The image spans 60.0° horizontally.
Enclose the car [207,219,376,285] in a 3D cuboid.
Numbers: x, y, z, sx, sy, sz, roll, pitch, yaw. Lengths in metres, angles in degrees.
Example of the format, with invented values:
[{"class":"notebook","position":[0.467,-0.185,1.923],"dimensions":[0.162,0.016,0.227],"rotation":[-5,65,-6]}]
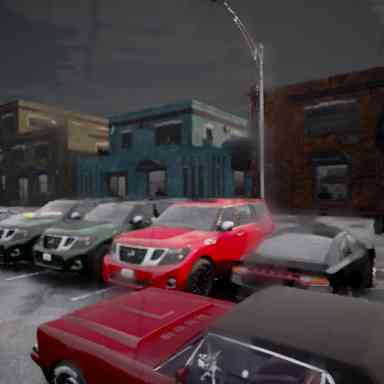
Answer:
[{"class":"car","position":[2.613,1.470,7.084],"dimensions":[2.097,1.535,5.008],"rotation":[0,0,35]}]

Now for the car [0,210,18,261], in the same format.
[{"class":"car","position":[-4.131,1.222,11.866],"dimensions":[2.435,2.045,5.566],"rotation":[0,0,35]}]

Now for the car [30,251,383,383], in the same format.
[{"class":"car","position":[0.622,1.596,2.934],"dimensions":[4.718,1.301,1.895],"rotation":[0,0,35]}]

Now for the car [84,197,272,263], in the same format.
[{"class":"car","position":[0.355,1.215,8.666],"dimensions":[2.435,2.045,5.566],"rotation":[0,0,35]}]

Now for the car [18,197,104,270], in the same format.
[{"class":"car","position":[-1.886,1.213,10.264],"dimensions":[2.435,2.045,5.566],"rotation":[0,0,35]}]
